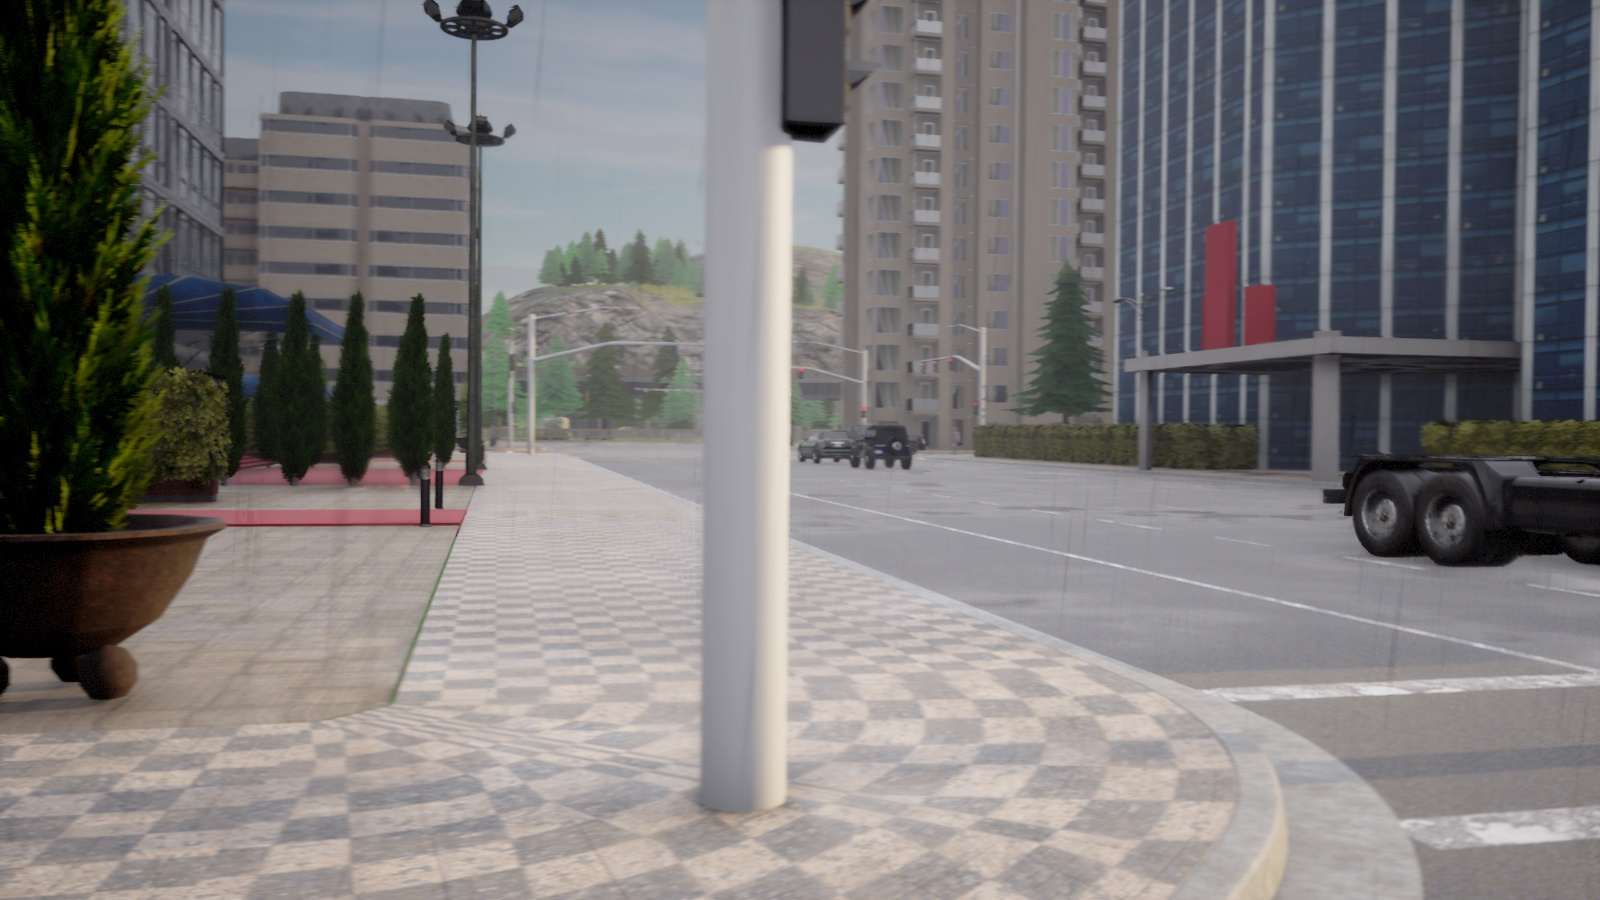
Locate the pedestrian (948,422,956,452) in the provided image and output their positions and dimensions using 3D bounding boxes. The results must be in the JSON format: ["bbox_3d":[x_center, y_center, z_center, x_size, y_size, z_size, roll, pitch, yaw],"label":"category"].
[{"bbox_3d":[9.441,-0.789,77.862,0.354,1.836,0.706,0,1,17],"label":"pedestrian"}]

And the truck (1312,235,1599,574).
[{"bbox_3d":[9.416,-0.492,13.820,2.891,3.462,7.936,-1,1,-14],"label":"truck"}]

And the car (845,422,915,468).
[{"bbox_3d":[3.375,-0.226,53.536,1.905,1.878,3.866,-1,1,-13],"label":"car"}]

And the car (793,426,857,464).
[{"bbox_3d":[1.203,-0.269,62.483,2.097,1.767,4.553,-1,1,-14],"label":"car"}]

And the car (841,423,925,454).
[{"bbox_3d":[5.581,-0.788,85.026,5.566,2.045,2.150,-1,1,2],"label":"car"}]
